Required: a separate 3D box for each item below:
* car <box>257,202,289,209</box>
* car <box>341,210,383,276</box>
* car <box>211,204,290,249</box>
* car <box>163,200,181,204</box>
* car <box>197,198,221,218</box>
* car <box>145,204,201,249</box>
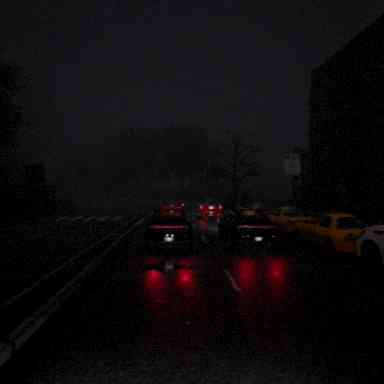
[{"bbox_3d":[4.945,1.471,24.095,1.946,1.575,5.366,0,0,-3],"label":"car"},{"bbox_3d":[5.944,1.242,7.267,2.435,2.045,5.566,0,0,-4],"label":"car"},{"bbox_3d":[2.280,1.486,14.511,2.128,1.511,4.902,0,0,-3],"label":"car"},{"bbox_3d":[-1.714,1.438,29.395,1.882,1.535,5.008,0,0,-1],"label":"car"},{"bbox_3d":[1.536,1.342,29.420,2.097,1.767,4.553,0,0,-1],"label":"car"},{"bbox_3d":[-0.964,1.472,14.317,2.128,1.511,4.902,0,0,-3],"label":"car"}]
